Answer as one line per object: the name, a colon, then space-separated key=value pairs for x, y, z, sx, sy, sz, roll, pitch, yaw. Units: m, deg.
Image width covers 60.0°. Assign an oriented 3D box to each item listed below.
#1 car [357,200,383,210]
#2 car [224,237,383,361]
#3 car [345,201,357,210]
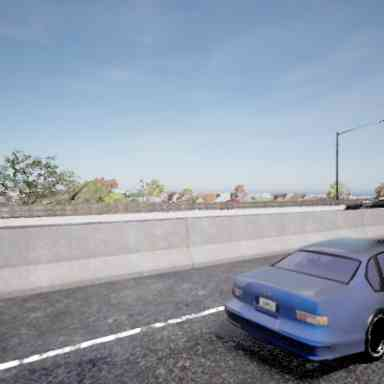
car: x=19.821 y=1.534 z=34.820 sx=5.008 sy=1.535 sz=1.882 roll=0 pitch=0 yaw=-34
car: x=3.058 y=1.549 z=5.905 sx=5.357 sy=1.411 sz=2.033 roll=0 pitch=0 yaw=-35
car: x=20.160 y=1.666 z=39.285 sx=4.718 sy=1.301 sz=1.895 roll=0 pitch=0 yaw=-34
